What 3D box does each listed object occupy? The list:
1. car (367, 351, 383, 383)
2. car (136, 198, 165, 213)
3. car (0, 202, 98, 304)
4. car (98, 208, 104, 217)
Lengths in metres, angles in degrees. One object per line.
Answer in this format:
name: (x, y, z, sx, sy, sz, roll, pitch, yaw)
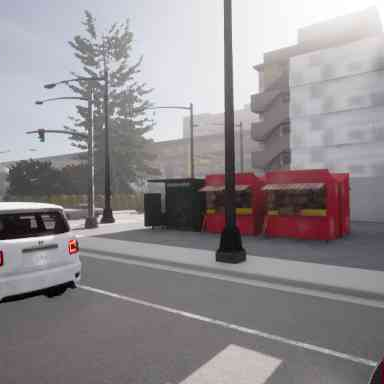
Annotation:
car: (3.439, 1.601, 1.531, 4.718, 1.301, 1.895, 0, 0, 35)
car: (-4.185, 1.483, 37.641, 2.097, 1.767, 4.553, -1, -1, 36)
car: (-4.811, 1.234, 7.382, 5.566, 2.045, 2.150, 0, 0, 36)
car: (-10.147, 1.733, 29.428, 1.895, 1.301, 4.718, -1, -1, 36)
